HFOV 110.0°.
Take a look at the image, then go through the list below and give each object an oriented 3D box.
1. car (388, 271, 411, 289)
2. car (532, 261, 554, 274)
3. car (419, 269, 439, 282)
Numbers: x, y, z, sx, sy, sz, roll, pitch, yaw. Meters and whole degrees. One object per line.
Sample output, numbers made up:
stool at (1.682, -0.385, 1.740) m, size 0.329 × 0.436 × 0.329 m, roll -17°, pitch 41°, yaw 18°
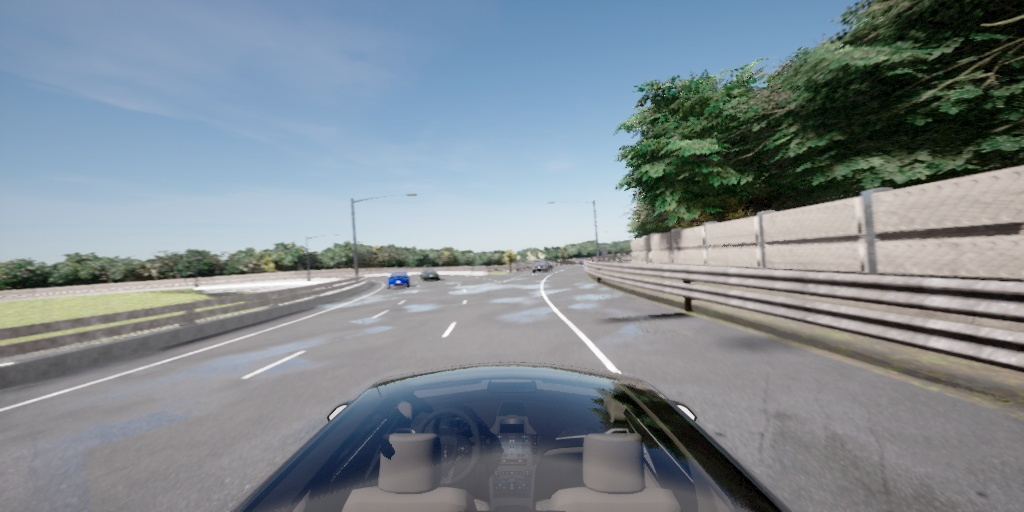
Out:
car at (-10.650, 2.200, 34.001) m, size 1.882 × 1.535 × 5.008 m, roll -4°, pitch 0°, yaw -15°
car at (3.808, 1.317, 43.618) m, size 2.033 × 1.411 × 5.357 m, roll -4°, pitch 0°, yaw 16°
car at (-10.168, 2.321, 43.901) m, size 1.994 × 1.385 × 4.181 m, roll -4°, pitch 0°, yaw -20°
